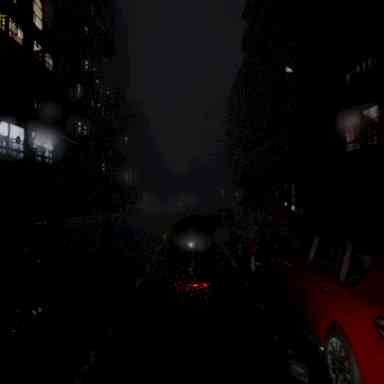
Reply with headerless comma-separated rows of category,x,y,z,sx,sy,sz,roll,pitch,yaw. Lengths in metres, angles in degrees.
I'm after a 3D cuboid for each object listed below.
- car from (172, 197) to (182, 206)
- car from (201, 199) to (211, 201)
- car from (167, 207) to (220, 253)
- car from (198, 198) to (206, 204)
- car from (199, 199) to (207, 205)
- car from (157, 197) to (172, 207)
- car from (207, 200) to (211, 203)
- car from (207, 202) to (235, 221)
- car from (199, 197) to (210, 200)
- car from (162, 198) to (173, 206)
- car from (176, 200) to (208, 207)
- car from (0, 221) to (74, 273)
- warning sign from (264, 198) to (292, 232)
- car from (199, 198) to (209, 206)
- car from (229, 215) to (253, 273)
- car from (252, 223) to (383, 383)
car,-2.766,2.226,71.776,1.994,1.385,4.181,0,-1,0
car,2.513,1.968,44.609,2.008,1.369,4.403,-1,-1,0
car,0.001,1.640,14.280,1.837,1.490,4.892,0,0,0
car,2.537,2.347,84.257,1.887,1.381,4.507,-1,-1,0
car,2.538,2.328,78.593,1.802,1.307,4.206,-1,-1,0
car,-5.340,2.022,61.835,1.967,1.590,4.097,-1,-1,0
car,2.515,1.854,33.281,1.887,1.381,4.507,-1,-1,0
car,2.517,1.822,27.616,1.947,1.339,4.313,-1,-1,0
car,2.528,1.895,61.604,2.192,1.841,5.009,-1,-1,0
car,-5.342,2.132,73.137,1.967,1.590,4.097,-1,-1,0
car,-0.002,1.764,29.286,2.128,1.511,4.902,0,0,0
car,-5.326,1.667,10.975,1.947,1.339,4.313,-1,-1,0
warning sign,4.950,1.293,19.232,1.300,1.860,1.060,1,0,0
car,2.542,2.130,72.930,1.967,1.590,4.097,-1,-1,0
car,2.521,1.649,10.624,2.008,1.369,4.403,-1,-1,0
car,2.519,1.361,4.962,2.192,1.841,5.009,-1,-1,0
